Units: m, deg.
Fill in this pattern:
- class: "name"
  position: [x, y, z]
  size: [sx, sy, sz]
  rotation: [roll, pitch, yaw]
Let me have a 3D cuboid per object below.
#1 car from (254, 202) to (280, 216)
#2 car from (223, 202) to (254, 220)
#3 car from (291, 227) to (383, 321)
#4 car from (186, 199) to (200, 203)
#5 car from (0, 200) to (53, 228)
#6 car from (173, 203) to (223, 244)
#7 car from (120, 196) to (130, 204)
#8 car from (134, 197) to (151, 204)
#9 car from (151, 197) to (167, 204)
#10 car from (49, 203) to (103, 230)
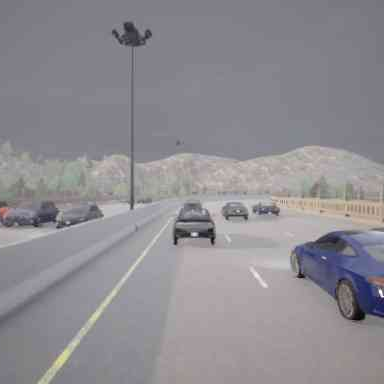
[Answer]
- class: "car"
  position: [7.095, 1.624, 32.551]
  size: [1.895, 1.301, 4.718]
  rotation: [0, 0, 0]
- class: "car"
  position: [3.596, 1.568, 28.500]
  size: [2.033, 1.411, 5.357]
  rotation: [0, 0, 0]
- class: "car"
  position: [3.599, 1.531, 7.138]
  size: [1.812, 1.442, 4.674]
  rotation: [0, 0, 0]
- class: "car"
  position: [0.095, 1.529, 34.045]
  size: [1.837, 1.490, 4.892]
  rotation: [0, 0, 0]
- class: "car"
  position: [-10.602, 1.368, 22.289]
  size: [2.097, 1.767, 4.553]
  rotation: [0, 0, 0]
- class: "car"
  position: [0.098, 1.503, 15.920]
  size: [2.128, 1.511, 4.902]
  rotation: [0, 0, 0]
- class: "car"
  position: [-12.384, 1.546, 64.498]
  size: [2.128, 1.511, 4.902]
  rotation: [0, 0, 8]
- class: "car"
  position: [-9.010, 1.593, 63.770]
  size: [2.033, 1.411, 5.357]
  rotation: [0, 0, 10]
- class: "car"
  position: [-5.629, 1.607, 62.494]
  size: [1.994, 1.385, 4.181]
  rotation: [0, 0, 9]
- class: "car"
  position: [-7.102, 1.520, 21.477]
  size: [1.837, 1.490, 4.892]
  rotation: [0, 0, 0]
